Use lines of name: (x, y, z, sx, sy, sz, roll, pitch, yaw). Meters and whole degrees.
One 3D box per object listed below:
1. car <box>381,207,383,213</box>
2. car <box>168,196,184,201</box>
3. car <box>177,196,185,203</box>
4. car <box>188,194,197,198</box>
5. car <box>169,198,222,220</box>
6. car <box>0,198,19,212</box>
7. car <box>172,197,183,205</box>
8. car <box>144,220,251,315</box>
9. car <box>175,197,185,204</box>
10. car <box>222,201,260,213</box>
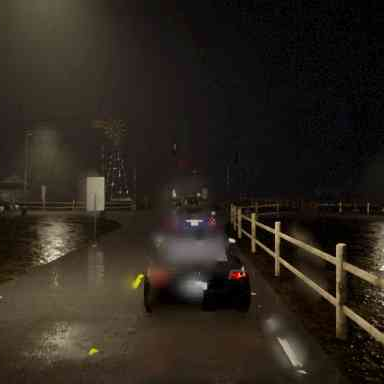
car: (23.923, 1.852, 37.592, 4.553, 1.767, 2.097, 1, -2, 0)
car: (-2.813, 1.681, 55.396, 2.128, 1.511, 4.902, 0, 0, 0)
car: (-2.700, 1.883, 85.280, 1.882, 1.535, 5.008, 0, 0, 0)
car: (0.154, 1.593, 63.356, 2.097, 1.767, 4.553, 0, 0, 0)
car: (0.104, 1.380, 16.321, 2.097, 1.767, 4.553, 0, 0, 0)
car: (-20.292, 1.292, 34.000, 4.892, 1.490, 1.837, 1, -2, 0)
car: (-2.757, 1.731, 65.200, 1.882, 1.535, 5.008, 0, 0, 1)
car: (0.101, 1.573, 7.678, 1.994, 1.385, 4.181, 0, 0, 0)
car: (-2.709, 1.879, 75.151, 1.994, 1.385, 4.181, 0, 0, 0)
car: (5.749, 1.763, 39.584, 4.674, 1.442, 1.812, 2, -1, 28)
